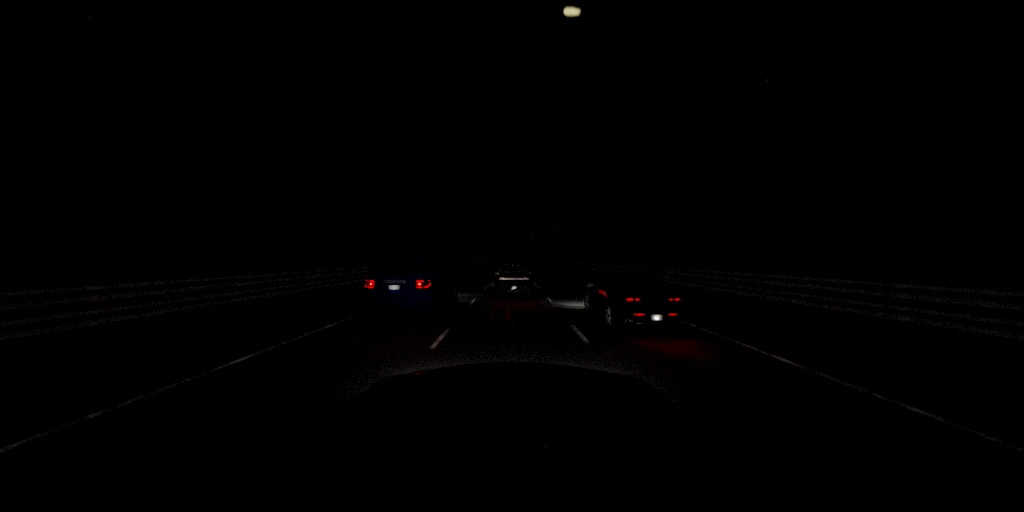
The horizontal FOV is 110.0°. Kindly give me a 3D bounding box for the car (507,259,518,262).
[{"bbox_3d":[0.093,1.207,46.647,2.097,1.767,4.553,0,0,0],"label":"car"}]

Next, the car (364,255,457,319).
[{"bbox_3d":[-3.398,0.997,13.009,2.150,2.045,5.566,0,0,0],"label":"car"}]

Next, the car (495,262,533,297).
[{"bbox_3d":[0.096,1.282,19.212,2.128,1.511,4.902,0,0,0],"label":"car"}]

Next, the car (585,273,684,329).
[{"bbox_3d":[3.596,1.277,11.317,1.837,1.490,4.892,0,0,0],"label":"car"}]
